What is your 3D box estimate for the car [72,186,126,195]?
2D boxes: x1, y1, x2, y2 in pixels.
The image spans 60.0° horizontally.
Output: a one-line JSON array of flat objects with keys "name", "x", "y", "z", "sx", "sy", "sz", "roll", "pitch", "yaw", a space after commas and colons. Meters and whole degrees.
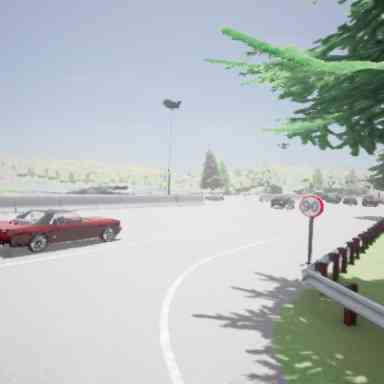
[{"name": "car", "x": -9.986, "y": 0.460, "z": 35.927, "sx": 1.882, "sy": 1.535, "sz": 5.008, "roll": 3, "pitch": 1, "yaw": 34}]

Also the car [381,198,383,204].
[{"name": "car", "x": 41.263, "y": 1.915, "z": 73.294, "sx": 1.994, "sy": 1.385, "sz": 4.181, "roll": 3, "pitch": 1, "yaw": 34}]

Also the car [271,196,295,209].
[{"name": "car", "x": 11.553, "y": 1.259, "z": 42.226, "sx": 1.837, "sy": 1.490, "sz": 4.892, "roll": 3, "pitch": 1, "yaw": 34}]

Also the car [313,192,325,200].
[{"name": "car", "x": 27.869, "y": 1.047, "z": 72.296, "sx": 2.150, "sy": 2.045, "sz": 5.566, "roll": 3, "pitch": 1, "yaw": 34}]

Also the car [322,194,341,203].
[{"name": "car", "x": 28.398, "y": 1.495, "z": 66.914, "sx": 2.033, "sy": 1.411, "sz": 5.357, "roll": 3, "pitch": 1, "yaw": 34}]

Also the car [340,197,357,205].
[{"name": "car", "x": 29.999, "y": 1.625, "z": 63.060, "sx": 1.812, "sy": 1.442, "sz": 4.674, "roll": 3, "pitch": 1, "yaw": 34}]

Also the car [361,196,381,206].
[{"name": "car", "x": 31.786, "y": 1.604, "z": 59.312, "sx": 2.097, "sy": 1.767, "sz": 4.553, "roll": 3, "pitch": 1, "yaw": 34}]

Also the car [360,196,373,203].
[{"name": "car", "x": 43.028, "y": 1.782, "z": 82.061, "sx": 2.128, "sy": 1.511, "sz": 4.902, "roll": 3, "pitch": 1, "yaw": 34}]

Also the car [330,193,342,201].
[{"name": "car", "x": 37.204, "y": 1.289, "z": 85.918, "sx": 2.097, "sy": 1.767, "sz": 4.553, "roll": 3, "pitch": 1, "yaw": 34}]

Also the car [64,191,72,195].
[{"name": "car", "x": -14.165, "y": 0.243, "z": 42.191, "sx": 1.994, "sy": 1.385, "sz": 4.181, "roll": 3, "pitch": 1, "yaw": 35}]

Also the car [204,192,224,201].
[{"name": "car", "x": 3.616, "y": 0.675, "z": 55.566, "sx": 1.812, "sy": 1.442, "sz": 4.674, "roll": 3, "pitch": 1, "yaw": 35}]

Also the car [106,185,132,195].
[{"name": "car", "x": -10.002, "y": 0.078, "z": 42.053, "sx": 2.150, "sy": 2.045, "sz": 5.566, "roll": 3, "pitch": 1, "yaw": 35}]

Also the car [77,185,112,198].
[{"name": "car", "x": -14.113, "y": -0.094, "z": 48.379, "sx": 2.097, "sy": 1.767, "sz": 4.553, "roll": 3, "pitch": 2, "yaw": 35}]

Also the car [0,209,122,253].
[{"name": "car", "x": -4.828, "y": 1.284, "z": 12.222, "sx": 1.895, "sy": 1.301, "sz": 4.718, "roll": 3, "pitch": 1, "yaw": 34}]
